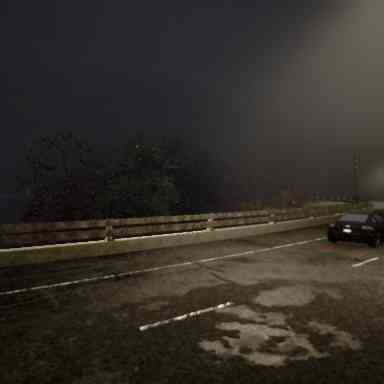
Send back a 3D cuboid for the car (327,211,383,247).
[{"bbox_3d":[7.861,1.570,15.121,4.181,1.385,1.994,0,0,-44],"label":"car"}]
